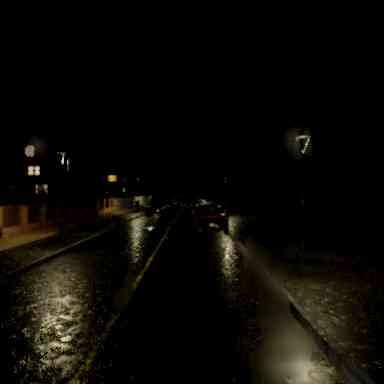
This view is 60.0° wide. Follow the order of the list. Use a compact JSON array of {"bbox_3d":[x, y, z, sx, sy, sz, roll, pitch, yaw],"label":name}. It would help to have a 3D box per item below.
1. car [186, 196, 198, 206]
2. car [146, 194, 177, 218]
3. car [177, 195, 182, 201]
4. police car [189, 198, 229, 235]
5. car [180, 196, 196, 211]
[{"bbox_3d":[0.007,1.447,53.290,1.837,1.490,4.892,0,0,0],"label":"car"},{"bbox_3d":[-2.846,1.193,30.527,2.150,2.045,5.566,0,0,0],"label":"car"},{"bbox_3d":[-2.743,1.409,72.041,2.128,1.511,4.902,0,0,0],"label":"car"},{"bbox_3d":[0.963,1.408,18.967,1.930,1.638,5.238,0,0,0],"label":"police car"},{"bbox_3d":[0.026,1.507,39.824,2.033,1.411,5.357,0,0,1],"label":"car"}]
